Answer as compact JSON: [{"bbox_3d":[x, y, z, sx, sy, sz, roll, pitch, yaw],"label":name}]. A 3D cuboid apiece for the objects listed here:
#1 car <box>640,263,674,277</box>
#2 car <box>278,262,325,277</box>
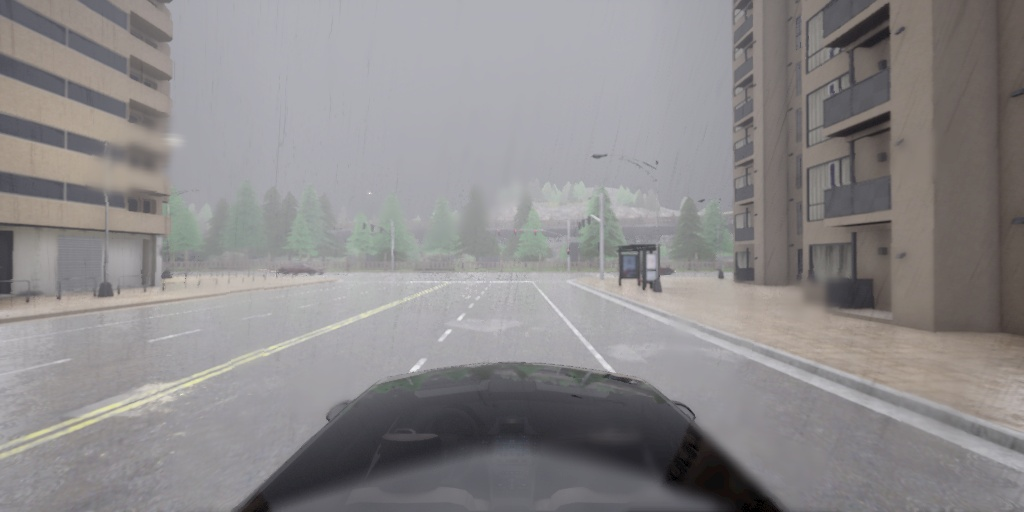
[{"bbox_3d":[14.869,1.402,38.348,4.674,1.442,1.812,0,-1,1],"label":"car"},{"bbox_3d":[-22.757,1.406,38.879,4.674,1.442,1.812,0,-1,1],"label":"car"}]
